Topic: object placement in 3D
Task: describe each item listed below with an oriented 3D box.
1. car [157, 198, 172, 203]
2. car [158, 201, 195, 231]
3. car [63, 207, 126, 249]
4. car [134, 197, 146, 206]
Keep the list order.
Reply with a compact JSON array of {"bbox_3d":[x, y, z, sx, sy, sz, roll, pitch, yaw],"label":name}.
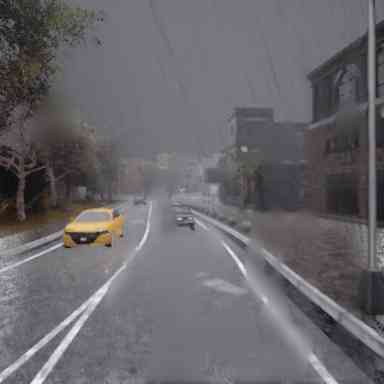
[{"bbox_3d":[-3.107,1.482,39.912,2.033,1.411,5.357,-1,0,-7],"label":"car"},{"bbox_3d":[-0.912,1.507,20.586,2.033,1.411,5.357,-1,0,-6],"label":"car"},{"bbox_3d":[-4.189,1.489,14.905,1.882,1.535,5.008,-1,0,-3],"label":"car"},{"bbox_3d":[-8.573,1.498,55.123,2.033,1.411,5.357,-1,0,-6],"label":"car"}]
